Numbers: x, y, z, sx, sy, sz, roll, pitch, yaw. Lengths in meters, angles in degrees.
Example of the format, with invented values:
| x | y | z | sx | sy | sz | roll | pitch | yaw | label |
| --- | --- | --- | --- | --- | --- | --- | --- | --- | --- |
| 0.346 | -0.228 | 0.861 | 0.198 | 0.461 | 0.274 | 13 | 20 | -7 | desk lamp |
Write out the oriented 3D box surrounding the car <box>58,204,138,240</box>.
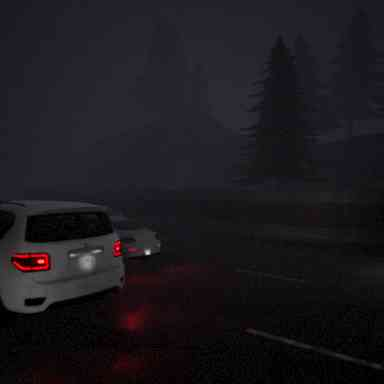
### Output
| x | y | z | sx | sy | sz | roll | pitch | yaw | label |
| --- | --- | --- | --- | --- | --- | --- | --- | --- | --- |
| -5.001 | 1.461 | 17.376 | 4.674 | 1.442 | 1.812 | 0 | 0 | 42 | car |

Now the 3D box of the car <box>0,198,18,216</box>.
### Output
| x | y | z | sx | sy | sz | roll | pitch | yaw | label |
| --- | --- | --- | --- | --- | --- | --- | --- | --- | --- |
| -17.551 | 1.360 | 30.509 | 1.812 | 1.442 | 4.674 | 0 | 0 | -40 | car |

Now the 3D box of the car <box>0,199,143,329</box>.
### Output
| x | y | z | sx | sy | sz | roll | pitch | yaw | label |
| --- | --- | --- | --- | --- | --- | --- | --- | --- | --- |
| -3.797 | 1.186 | 7.094 | 5.566 | 2.045 | 2.150 | 0 | 0 | 39 | car |

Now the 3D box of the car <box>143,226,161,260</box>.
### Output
| x | y | z | sx | sy | sz | roll | pitch | yaw | label |
| --- | --- | --- | --- | --- | --- | --- | --- | --- | --- |
| -3.047 | 1.486 | 11.043 | 4.674 | 1.442 | 1.812 | 0 | 0 | 40 | car |
